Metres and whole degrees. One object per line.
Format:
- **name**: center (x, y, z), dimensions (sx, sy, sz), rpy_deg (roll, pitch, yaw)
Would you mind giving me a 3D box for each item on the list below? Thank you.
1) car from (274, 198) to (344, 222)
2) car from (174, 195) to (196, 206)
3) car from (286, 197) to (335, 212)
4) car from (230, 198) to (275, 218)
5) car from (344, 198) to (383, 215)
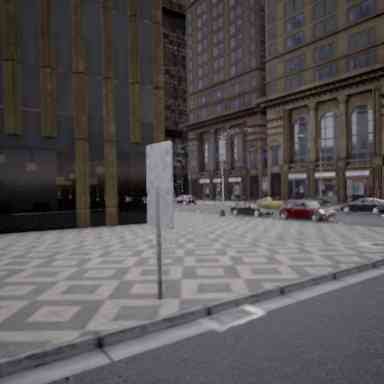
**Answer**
- **car**: center (8.582, 1.339, 24.719), dimensions (1.967, 1.590, 4.097), rpy_deg (-2, 1, -36)
- **car**: center (-1.223, 1.268, 52.616), dimensions (1.967, 1.590, 4.097), rpy_deg (-2, 1, -36)
- **car**: center (12.144, 1.271, 34.300), dimensions (1.947, 1.339, 4.313), rpy_deg (-2, 1, -36)
- **car**: center (5.242, 1.470, 29.301), dimensions (2.008, 1.369, 4.403), rpy_deg (-2, 1, -36)
- **car**: center (15.486, 1.235, 29.719), dimensions (2.008, 1.369, 4.403), rpy_deg (-2, 1, -36)
